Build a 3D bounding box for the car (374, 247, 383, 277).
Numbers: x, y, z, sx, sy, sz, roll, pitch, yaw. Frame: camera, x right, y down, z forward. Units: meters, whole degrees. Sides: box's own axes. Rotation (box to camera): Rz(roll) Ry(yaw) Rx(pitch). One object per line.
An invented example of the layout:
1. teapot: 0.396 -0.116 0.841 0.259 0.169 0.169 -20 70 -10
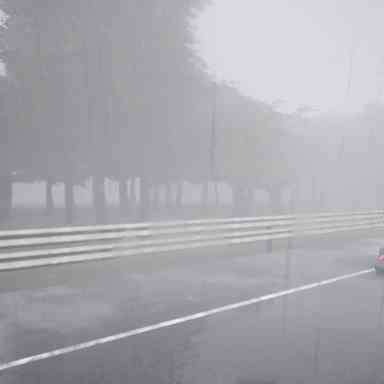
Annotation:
1. car: 6.918 1.598 8.774 5.357 1.411 2.033 0 0 -35
